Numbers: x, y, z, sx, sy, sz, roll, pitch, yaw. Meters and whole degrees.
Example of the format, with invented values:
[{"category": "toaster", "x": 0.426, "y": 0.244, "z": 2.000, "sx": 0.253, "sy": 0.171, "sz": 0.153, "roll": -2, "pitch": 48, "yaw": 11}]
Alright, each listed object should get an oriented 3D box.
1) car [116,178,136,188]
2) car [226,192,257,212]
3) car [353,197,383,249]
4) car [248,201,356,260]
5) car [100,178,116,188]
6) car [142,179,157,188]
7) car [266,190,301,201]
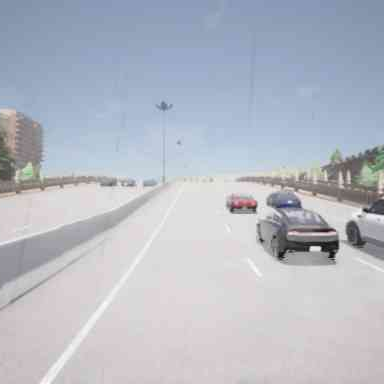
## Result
[{"category": "car", "x": -10.353, "y": -1.508, "z": 54.429, "sx": 2.128, "sy": 1.511, "sz": 4.902, "roll": 0, "pitch": 4, "yaw": 1}, {"category": "car", "x": 3.613, "y": 0.669, "z": 24.868, "sx": 1.895, "sy": 1.301, "sz": 4.718, "roll": 0, "pitch": 4, "yaw": 1}, {"category": "car", "x": 7.063, "y": 1.114, "z": 10.675, "sx": 2.150, "sy": 2.045, "sz": 5.566, "roll": 0, "pitch": 2, "yaw": 1}, {"category": "car", "x": 3.581, "y": 1.336, "z": 11.983, "sx": 2.128, "sy": 1.511, "sz": 4.902, "roll": 0, "pitch": 2, "yaw": 1}, {"category": "car", "x": -13.836, "y": -1.586, "z": 55.347, "sx": 1.882, "sy": 1.535, "sz": 5.008, "roll": 0, "pitch": 4, "yaw": 1}, {"category": "car", "x": -6.853, "y": -1.442, "z": 54.280, "sx": 2.033, "sy": 1.411, "sz": 5.357, "roll": 0, "pitch": 4, "yaw": 1}, {"category": "car", "x": 7.132, "y": 0.542, "z": 26.149, "sx": 1.994, "sy": 1.385, "sz": 4.181, "roll": 0, "pitch": 4, "yaw": 1}]
